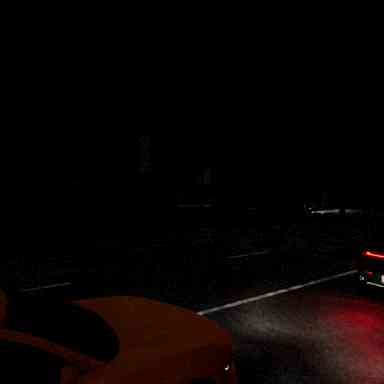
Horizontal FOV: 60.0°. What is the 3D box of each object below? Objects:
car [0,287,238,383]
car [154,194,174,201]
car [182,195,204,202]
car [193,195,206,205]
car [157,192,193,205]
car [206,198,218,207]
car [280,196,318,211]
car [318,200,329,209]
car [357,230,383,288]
[{"bbox_3d":[-1.857,1.478,2.404,5.008,1.535,1.882,0,0,-36],"label":"car"},{"bbox_3d":[-6.245,1.239,74.766,2.128,1.511,4.902,-1,0,-38],"label":"car"},{"bbox_3d":[0.104,1.309,66.988,1.895,1.301,4.718,-1,0,-39],"label":"car"},{"bbox_3d":[1.409,1.366,53.890,1.895,1.301,4.718,-1,0,-39],"label":"car"},{"bbox_3d":[-2.747,1.021,53.475,2.150,2.045,5.566,-1,0,-38],"label":"car"},{"bbox_3d":[4.536,1.269,44.417,1.882,1.535,5.008,-1,0,-39],"label":"car"},{"bbox_3d":[10.685,1.334,36.782,2.033,1.411,5.357,-1,0,-39],"label":"car"},{"bbox_3d":[13.499,1.261,38.868,1.837,1.490,4.892,-1,0,-39],"label":"car"},{"bbox_3d":[5.848,1.468,7.937,4.892,1.490,1.837,0,0,-36],"label":"car"}]
